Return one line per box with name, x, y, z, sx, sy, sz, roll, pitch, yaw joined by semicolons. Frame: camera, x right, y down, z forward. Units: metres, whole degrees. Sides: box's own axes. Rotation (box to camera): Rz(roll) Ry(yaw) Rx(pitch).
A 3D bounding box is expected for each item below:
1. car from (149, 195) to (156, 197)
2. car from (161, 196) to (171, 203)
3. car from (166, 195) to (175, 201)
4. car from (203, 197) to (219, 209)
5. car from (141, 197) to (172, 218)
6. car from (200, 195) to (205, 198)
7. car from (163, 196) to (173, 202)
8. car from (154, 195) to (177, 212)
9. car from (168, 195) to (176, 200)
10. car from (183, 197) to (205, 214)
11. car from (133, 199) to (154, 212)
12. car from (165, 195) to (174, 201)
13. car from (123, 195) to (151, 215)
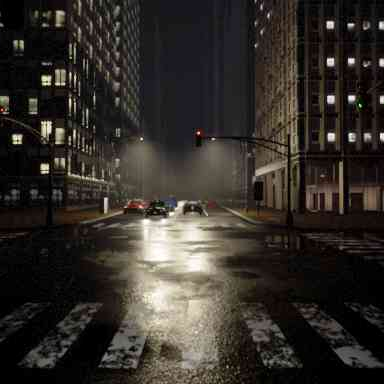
car;-5.691;1.325;44.873;2.192;1.841;5.009;1;0;0
car;-5.708;1.561;72.748;1.887;1.381;4.507;1;0;0
car;-5.716;1.572;89.474;2.008;1.369;4.403;1;0;0
car;2.683;1.592;44.938;1.802;1.307;4.206;1;0;0
car;-3.112;1.511;30.305;1.837;1.490;4.892;0;0;0
car;2.680;1.538;56.264;1.752;1.417;4.829;1;0;0
car;-5.711;1.569;78.323;2.008;1.369;4.403;1;0;0
car;-3.115;1.486;39.811;1.882;1.535;5.008;0;0;0
car;-5.719;1.589;95.049;1.947;1.339;4.313;1;0;0
car;0.059;1.571;35.766;1.994;1.385;4.181;0;0;0
car;-5.694;1.590;39.297;1.802;1.307;4.206;1;0;0
car;-5.713;1.564;83.899;1.887;1.381;4.507;1;0;0
car;-5.689;1.447;33.722;1.967;1.590;4.097;1;0;0
